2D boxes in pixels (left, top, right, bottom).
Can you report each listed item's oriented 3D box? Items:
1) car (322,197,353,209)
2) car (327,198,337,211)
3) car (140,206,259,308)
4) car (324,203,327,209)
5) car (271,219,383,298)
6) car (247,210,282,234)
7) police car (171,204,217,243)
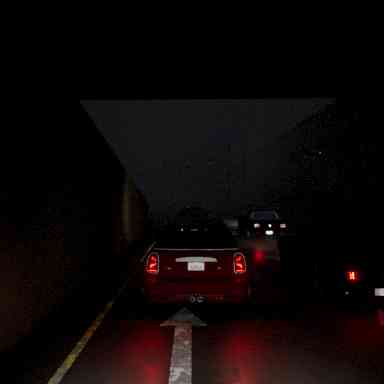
[{"bbox_3d":[17.574,1.295,40.008,1.853,1.218,4.536,0,0,45],"label":"car"},{"bbox_3d":[17.433,1.453,35.364,2.038,1.542,4.974,0,0,-35],"label":"car"},{"bbox_3d":[0.083,1.352,8.085,2.097,1.767,4.553,0,0,0],"label":"car"},{"bbox_3d":[17.537,1.453,39.971,2.038,1.542,4.974,0,0,45],"label":"car"},{"bbox_3d":[3.607,1.601,8.499,1.895,1.301,4.718,0,0,0],"label":"car"},{"bbox_3d":[3.600,1.601,17.656,1.895,1.301,4.718,0,0,0],"label":"car"},{"bbox_3d":[0.096,1.504,17.210,2.038,1.542,4.974,0,0,0],"label":"police car"}]
